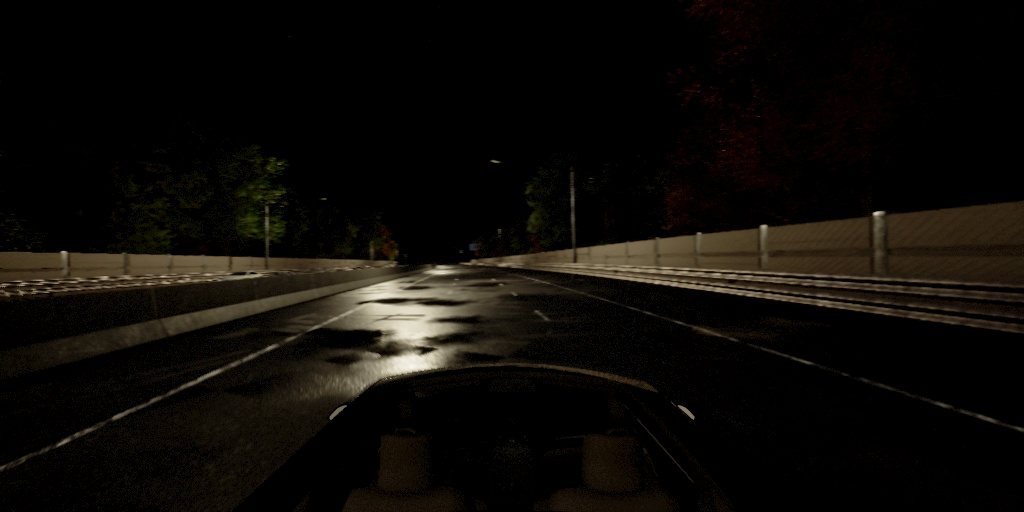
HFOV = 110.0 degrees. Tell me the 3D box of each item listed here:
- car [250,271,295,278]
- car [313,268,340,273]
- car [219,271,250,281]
[{"bbox_3d":[-21.028,2.049,32.391,1.895,1.301,4.718,-1,-1,-7],"label":"car"},{"bbox_3d":[-17.755,1.887,34.344,2.128,1.511,4.902,-1,-1,-7],"label":"car"},{"bbox_3d":[-24.615,2.070,32.842,1.812,1.442,4.674,-1,-1,-7],"label":"car"}]
